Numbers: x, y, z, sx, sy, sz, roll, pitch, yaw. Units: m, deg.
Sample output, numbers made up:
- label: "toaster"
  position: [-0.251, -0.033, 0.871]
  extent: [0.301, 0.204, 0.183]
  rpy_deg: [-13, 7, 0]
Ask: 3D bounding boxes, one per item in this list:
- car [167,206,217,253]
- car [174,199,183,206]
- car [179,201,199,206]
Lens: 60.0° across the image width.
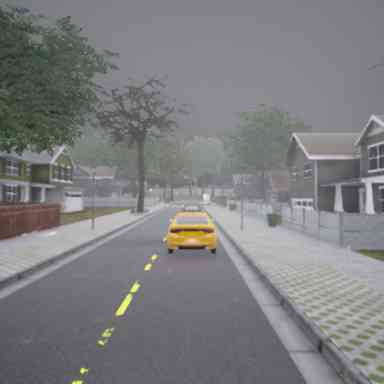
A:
- label: "car"
  position: [0.007, 1.616, 14.486]
  extent: [1.882, 1.535, 5.008]
  rpy_deg: [0, 0, 0]
- label: "car"
  position: [-2.743, 2.191, 70.971]
  extent: [1.895, 1.301, 4.718]
  rpy_deg: [0, 0, 0]
- label: "car"
  position: [0.007, 1.804, 29.393]
  extent: [1.812, 1.442, 4.674]
  rpy_deg: [0, 0, 0]
